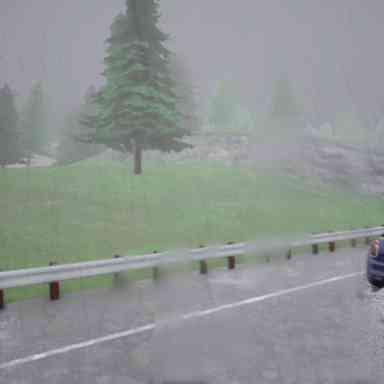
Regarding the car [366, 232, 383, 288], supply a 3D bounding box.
[{"bbox_3d":[6.179,1.311,7.846,4.553,1.767,2.097,0,0,-34],"label":"car"}]
